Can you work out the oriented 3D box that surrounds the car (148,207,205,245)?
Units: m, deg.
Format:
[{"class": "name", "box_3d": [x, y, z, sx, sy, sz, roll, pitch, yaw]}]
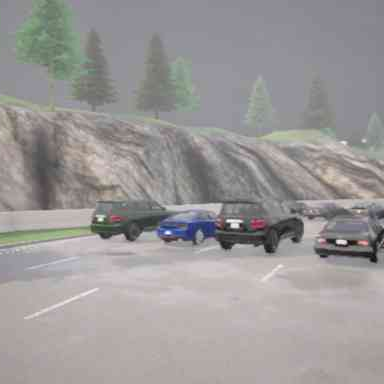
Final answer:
[{"class": "car", "box_3d": [0.364, 1.597, 16.441, 1.882, 1.535, 5.008, -1, 0, 35]}]

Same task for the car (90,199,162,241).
[{"class": "car", "box_3d": [-2.845, 1.386, 18.000, 2.150, 2.045, 5.566, -1, 0, 33]}]

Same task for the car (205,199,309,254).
[{"class": "car", "box_3d": [3.016, 1.286, 14.172, 2.150, 2.045, 5.566, -1, 0, 33]}]

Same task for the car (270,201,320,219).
[{"class": "car", "box_3d": [9.720, 1.622, 31.212, 4.892, 1.490, 1.837, -1, 0, -36]}]

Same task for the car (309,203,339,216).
[{"class": "car", "box_3d": [11.560, 1.617, 28.237, 5.357, 1.411, 2.033, 0, -1, -37]}]

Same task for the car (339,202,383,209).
[{"class": "car", "box_3d": [13.911, 1.514, 25.598, 4.902, 1.511, 2.128, -1, 0, -36]}]

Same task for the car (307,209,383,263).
[{"class": "car", "box_3d": [5.929, 1.567, 12.224, 2.033, 1.411, 5.357, -1, 0, 33]}]
